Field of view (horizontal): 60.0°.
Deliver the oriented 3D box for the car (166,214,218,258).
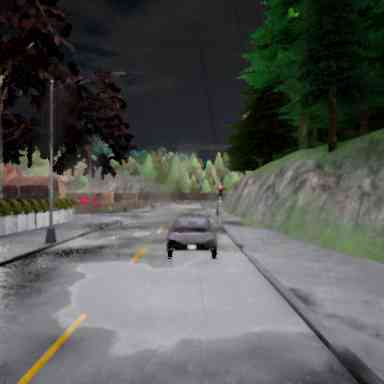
[{"bbox_3d":[0.012,1.642,13.484,2.128,1.511,4.902,0,0,0],"label":"car"}]
